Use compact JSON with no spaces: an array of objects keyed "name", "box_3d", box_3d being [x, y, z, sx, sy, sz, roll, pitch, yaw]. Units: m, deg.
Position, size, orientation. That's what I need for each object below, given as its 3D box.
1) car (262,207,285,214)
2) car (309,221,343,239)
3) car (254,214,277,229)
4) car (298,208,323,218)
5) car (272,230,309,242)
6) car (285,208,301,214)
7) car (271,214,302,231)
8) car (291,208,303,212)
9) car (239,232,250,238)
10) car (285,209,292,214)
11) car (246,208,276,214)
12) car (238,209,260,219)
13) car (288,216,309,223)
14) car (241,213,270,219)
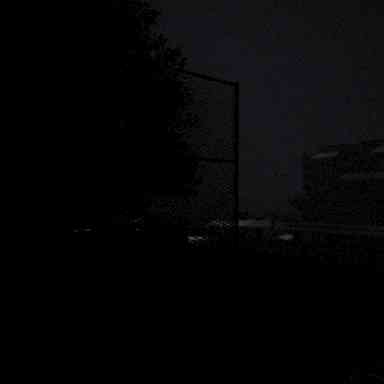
[{"name":"car","box_3d":[17.109,4.919,74.358,5.566,2.045,2.435,1,0,36]},{"name":"car","box_3d":[16.313,4.481,40.501,2.231,1.521,4.892,0,0,36]},{"name":"car","box_3d":[11.394,4.480,47.884,2.231,1.521,4.892,0,0,36]},{"name":"car","box_3d":[29.508,5.215,82.868,5.566,2.045,2.435,1,0,36]},{"name":"car","box_3d":[6.599,4.422,24.458,2.435,2.045,5.566,0,1,36]},{"name":"car","box_3d":[22.073,5.296,77.764,5.008,1.535,2.097,1,0,36]},{"name":"car","box_3d":[13.053,4.354,45.443,2.185,1.767,4.553,0,0,36]},{"name":"car","box_3d":[27.027,5.284,81.183,4.553,1.767,2.185,1,0,36]},{"name":"car","box_3d":[3.279,4.419,29.536,2.435,2.045,5.566,-1,1,36]},{"name":"car","box_3d":[19.570,5.276,76.065,4.674,1.452,2.002,1,0,36]},{"name":"car","box_3d":[14.731,5.099,72.559,5.366,1.575,1.946,2,0,36]},{"name":"car","box_3d":[8.118,4.226,52.831,2.435,2.045,5.566,0,0,36]},{"name":"car","box_3d":[14.571,4.476,42.804,1.946,1.575,5.366,0,0,36]},{"name":"car","box_3d":[9.749,4.518,50.342,2.002,1.452,4.674,0,0,36]}]
